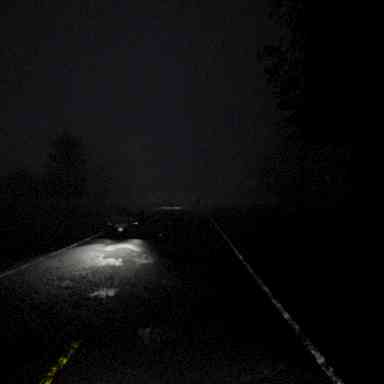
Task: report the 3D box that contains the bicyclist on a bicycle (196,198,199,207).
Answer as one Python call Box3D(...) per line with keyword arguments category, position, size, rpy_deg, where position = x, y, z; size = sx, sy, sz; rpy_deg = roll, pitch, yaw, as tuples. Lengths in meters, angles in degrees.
Box3D(category="bicyclist on a bicycle", position=(0.955, 1.890, 59.800), size=(0.582, 1.620, 1.656), rpy_deg=(0, -1, 0))

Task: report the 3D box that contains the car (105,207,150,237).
Box3D(category="car", position=(-3.603, 1.637, 19.236), size=(2.128, 1.511, 4.902), rpy_deg=(0, 0, 0))

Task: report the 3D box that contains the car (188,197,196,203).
Box3D(category="car", position=(-0.011, 2.029, 87.220), size=(1.994, 1.385, 4.181), rpy_deg=(0, 0, 0))

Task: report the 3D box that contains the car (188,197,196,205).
Box3D(category="car", position=(-0.010, 2.080, 74.862), size=(2.033, 1.411, 5.357), rpy_deg=(0, 0, 0))

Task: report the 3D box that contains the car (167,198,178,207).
Box3D(category="car", position=(-3.541, 1.921, 60.800), size=(1.882, 1.535, 5.008), rpy_deg=(0, 0, 1))

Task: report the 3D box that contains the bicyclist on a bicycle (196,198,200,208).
Box3D(category="bicyclist on a bicycle", position=(0.956, 1.826, 50.648), size=(0.582, 1.620, 1.656), rpy_deg=(0, -1, 0))
